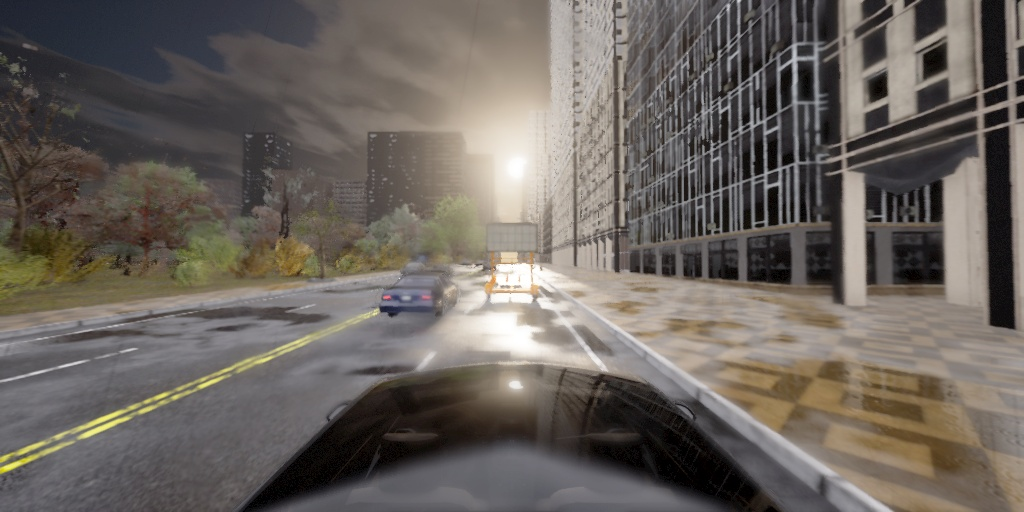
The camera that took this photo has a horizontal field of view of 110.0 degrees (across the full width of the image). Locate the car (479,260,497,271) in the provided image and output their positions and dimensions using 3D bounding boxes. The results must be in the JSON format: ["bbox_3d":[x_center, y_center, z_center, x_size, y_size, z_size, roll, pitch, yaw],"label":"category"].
[{"bbox_3d":[-3.154,1.398,51.831,2.128,1.511,4.902,0,0,0],"label":"car"}]

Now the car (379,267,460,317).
[{"bbox_3d":[-3.150,1.309,13.200,2.033,1.411,5.357,0,0,0],"label":"car"}]

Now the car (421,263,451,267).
[{"bbox_3d":[-6.596,1.421,32.902,1.895,1.301,4.718,0,0,0],"label":"car"}]

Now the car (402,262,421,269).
[{"bbox_3d":[-9.842,1.360,36.344,1.812,1.442,4.674,0,0,0],"label":"car"}]

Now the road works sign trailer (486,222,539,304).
[{"bbox_3d":[0.004,0.232,16.575,2.380,3.560,2.880,0,0,0],"label":"road works sign trailer"}]
